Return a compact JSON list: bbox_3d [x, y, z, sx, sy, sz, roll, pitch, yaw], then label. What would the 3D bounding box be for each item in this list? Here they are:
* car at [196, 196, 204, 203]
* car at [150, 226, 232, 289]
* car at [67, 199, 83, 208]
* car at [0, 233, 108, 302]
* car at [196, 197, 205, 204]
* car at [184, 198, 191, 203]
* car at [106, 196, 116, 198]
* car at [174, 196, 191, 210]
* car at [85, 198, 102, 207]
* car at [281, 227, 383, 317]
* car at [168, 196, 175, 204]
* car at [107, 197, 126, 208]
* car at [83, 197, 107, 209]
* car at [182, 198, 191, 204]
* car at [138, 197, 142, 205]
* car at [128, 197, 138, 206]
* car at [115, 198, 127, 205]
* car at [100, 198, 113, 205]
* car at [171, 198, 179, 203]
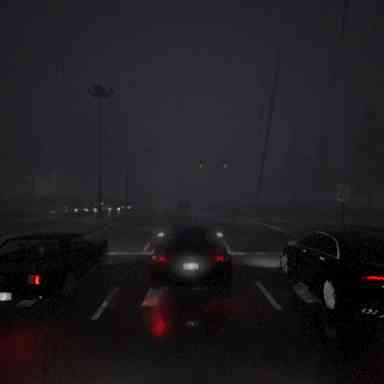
[{"bbox_3d":[2.210,2.130,94.306,2.097,1.767,4.553,0,-1,0],"label":"car"},{"bbox_3d":[-0.039,1.651,9.440,1.994,1.385,4.181,0,0,-1],"label":"car"},{"bbox_3d":[-19.848,1.997,57.328,1.882,1.535,5.008,0,-1,0],"label":"car"},{"bbox_3d":[-3.526,1.678,8.419,1.895,1.301,4.718,0,0,-1],"label":"car"},{"bbox_3d":[2.217,2.111,84.229,2.097,1.767,4.553,0,-1,0],"label":"car"},{"bbox_3d":[-1.291,2.372,94.369,1.895,1.301,4.718,0,-1,0],"label":"car"},{"bbox_3d":[-16.284,1.820,66.176,2.150,2.045,5.566,0,-1,0],"label":"car"},{"bbox_3d":[-1.285,1.830,52.906,2.097,1.767,4.553,0,-1,0],"label":"car"},{"bbox_3d":[-19.784,2.082,66.799,1.882,1.535,5.008,0,-1,0],"label":"car"},{"bbox_3d":[3.481,1.576,7.654,1.837,1.490,4.892,0,0,-1],"label":"car"},{"bbox_3d":[-4.783,1.978,83.915,2.150,2.045,5.566,0,-1,0],"label":"car"},{"bbox_3d":[-12.855,2.025,57.482,1.837,1.490,4.892,0,-1,0],"label":"car"},{"bbox_3d":[-16.355,2.016,56.461,1.837,1.490,4.892,0,-1,0],"label":"car"},{"bbox_3d":[-1.283,2.282,84.275,2.128,1.511,4.902,0,-1,0],"label":"car"},{"bbox_3d":[-12.783,2.051,76.994,2.097,1.767,4.553,0,-1,0],"label":"car"},{"bbox_3d":[-12.784,2.101,66.855,2.128,1.511,4.902,0,-1,0],"label":"car"},{"bbox_3d":[-16.283,2.169,76.520,1.882,1.535,5.008,0,-1,0],"label":"car"},{"bbox_3d":[-19.783,2.220,76.961,1.812,1.442,4.674,0,-1,0],"label":"car"},{"bbox_3d":[-4.791,2.328,94.308,1.994,1.385,4.181,0,-1,0],"label":"car"}]
